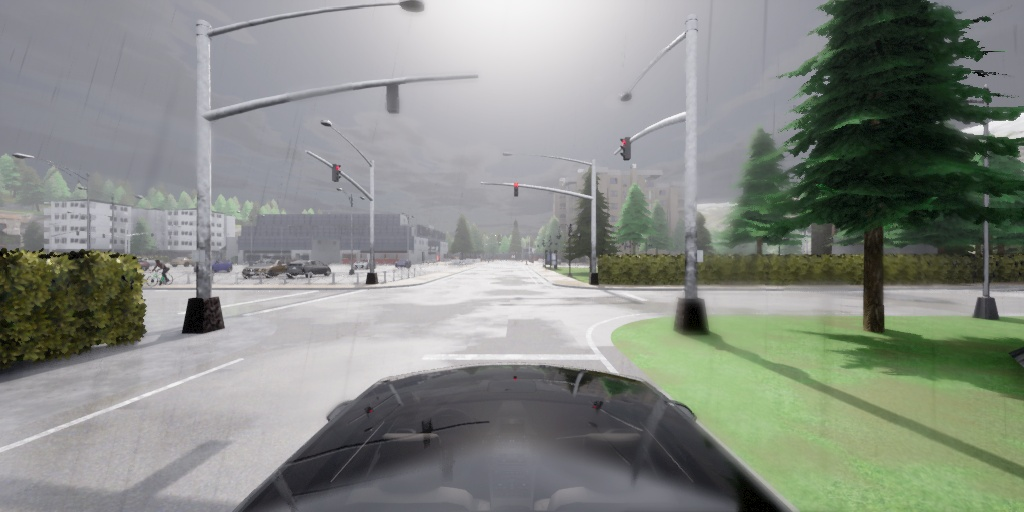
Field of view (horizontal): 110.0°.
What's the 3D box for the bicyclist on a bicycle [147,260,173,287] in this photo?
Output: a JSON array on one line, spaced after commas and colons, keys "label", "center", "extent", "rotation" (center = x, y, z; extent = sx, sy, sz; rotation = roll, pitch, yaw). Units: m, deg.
[{"label": "bicyclist on a bicycle", "center": [-21.759, 1.051, 22.176], "extent": [0.582, 1.620, 1.656], "rotation": [0, 0, 1]}]
